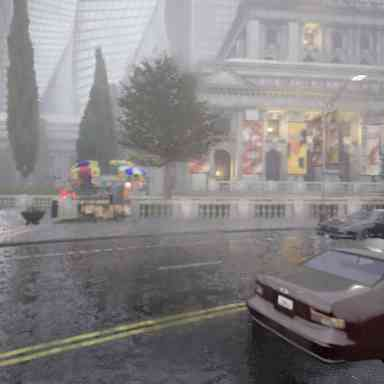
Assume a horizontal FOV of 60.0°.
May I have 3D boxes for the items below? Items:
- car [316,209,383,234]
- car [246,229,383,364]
[{"bbox_3d":[8.247,1.468,14.661,5.357,1.411,2.033,0,1,-15],"label":"car"},{"bbox_3d":[3.521,1.518,5.457,5.357,1.411,2.033,0,1,-25],"label":"car"}]
